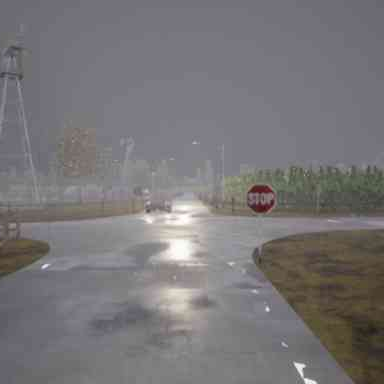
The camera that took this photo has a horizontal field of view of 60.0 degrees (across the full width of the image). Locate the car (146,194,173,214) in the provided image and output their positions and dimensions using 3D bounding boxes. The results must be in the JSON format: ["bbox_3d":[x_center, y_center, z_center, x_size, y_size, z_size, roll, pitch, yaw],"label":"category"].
[{"bbox_3d":[-2.872,0.945,29.805,2.097,1.767,4.553,0,0,0],"label":"car"}]
